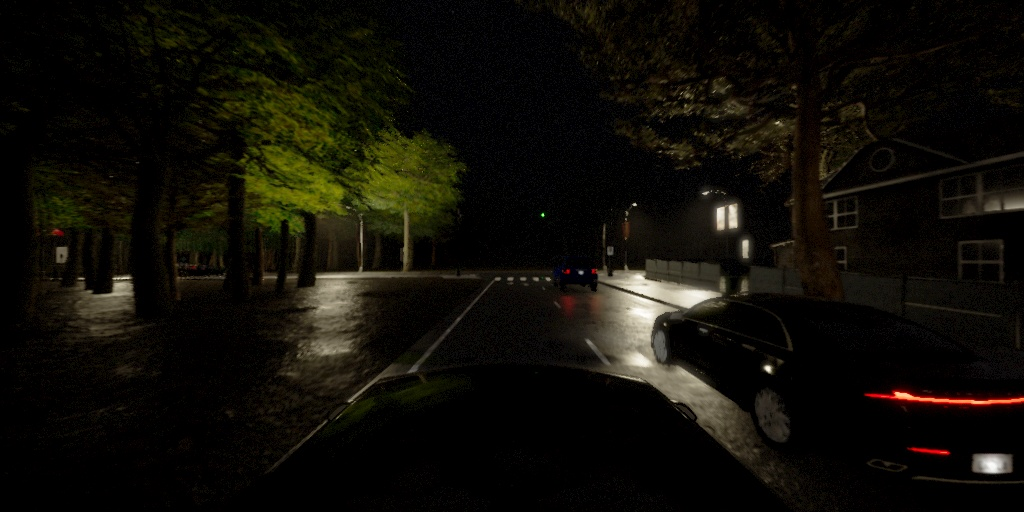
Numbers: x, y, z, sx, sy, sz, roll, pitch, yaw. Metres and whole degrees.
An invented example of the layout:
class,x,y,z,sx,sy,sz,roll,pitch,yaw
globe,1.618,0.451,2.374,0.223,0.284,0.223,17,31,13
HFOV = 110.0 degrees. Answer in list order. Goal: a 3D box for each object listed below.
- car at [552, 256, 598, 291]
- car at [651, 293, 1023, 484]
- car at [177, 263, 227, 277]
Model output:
class,x,y,z,sx,sy,sz,roll,pitch,yaw
car,3.805,1.000,22.290,2.150,2.045,5.566,0,0,1
car,3.617,1.281,5.101,1.837,1.490,4.892,0,0,1
car,-31.711,1.564,36.814,4.718,1.301,1.895,0,-1,1
